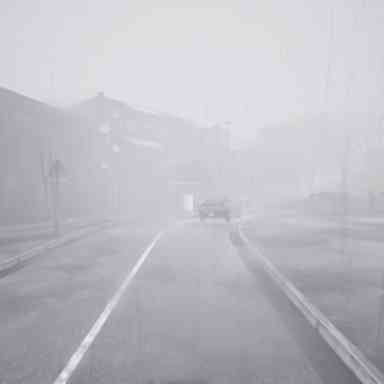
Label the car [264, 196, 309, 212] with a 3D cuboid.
[{"bbox_3d":[9.611,1.192,33.726,4.902,1.511,2.128,0,-1,-24],"label":"car"}]

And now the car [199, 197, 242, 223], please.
[{"bbox_3d":[1.894,1.059,21.194,2.128,1.511,4.902,0,0,19],"label":"car"}]
